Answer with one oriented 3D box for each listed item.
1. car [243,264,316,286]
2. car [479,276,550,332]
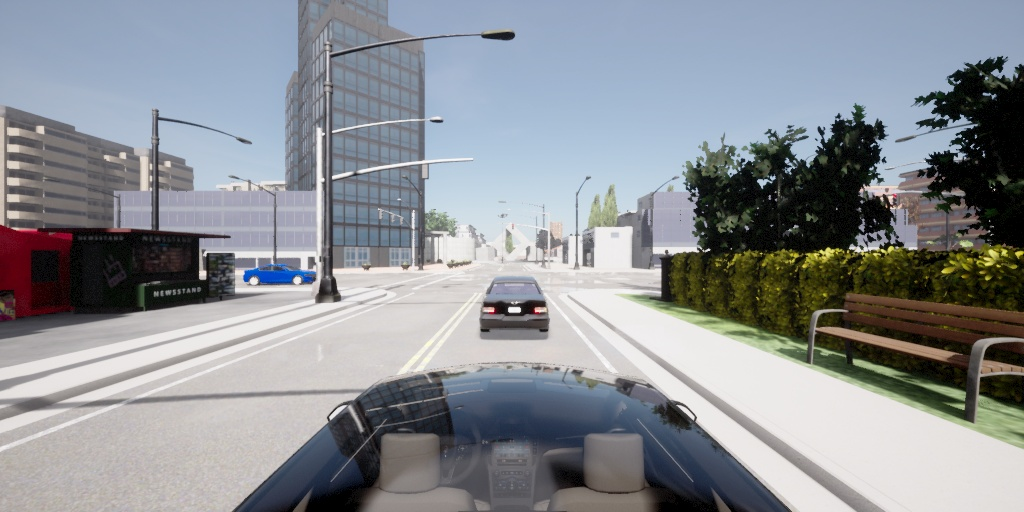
[{"bbox_3d":[-16.778,1.336,26.238,5.008,1.535,1.882,-1,0,0],"label":"car"},{"bbox_3d":[0.069,1.297,10.829,2.033,1.411,5.357,0,0,0],"label":"car"}]
